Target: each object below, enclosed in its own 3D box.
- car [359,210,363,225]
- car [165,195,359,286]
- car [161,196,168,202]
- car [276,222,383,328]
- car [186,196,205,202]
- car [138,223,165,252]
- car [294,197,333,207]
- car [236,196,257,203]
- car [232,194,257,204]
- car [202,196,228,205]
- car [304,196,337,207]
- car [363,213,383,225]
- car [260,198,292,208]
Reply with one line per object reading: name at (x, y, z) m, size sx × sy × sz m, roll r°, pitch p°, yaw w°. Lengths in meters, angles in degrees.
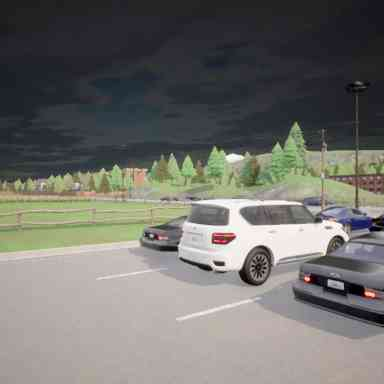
car at (8.442, 1.525, 18.431) m, size 4.674 × 1.442 × 1.812 m, roll 0°, pitch 0°, yaw -36°
car at (2.240, 1.221, 9.662) m, size 5.566 × 2.045 × 2.150 m, roll 0°, pitch 0°, yaw -35°
car at (-4.719, 1.509, 71.425) m, size 1.895 × 1.301 × 4.718 m, roll 0°, pitch 0°, yaw -36°
car at (4.357, 1.547, 6.871) m, size 5.357 × 1.411 × 2.033 m, roll 0°, pitch 0°, yaw -36°
car at (0.762, 1.501, 75.787) m, size 1.895 × 1.301 × 4.718 m, roll 0°, pitch 0°, yaw -36°
car at (0.660, 1.547, 12.834) m, size 5.357 × 1.411 × 2.033 m, roll 0°, pitch 0°, yaw -36°
car at (18.666, 1.546, 51.213) m, size 2.033 × 1.411 × 5.357 m, roll 0°, pitch 0°, yaw -36°
car at (11.037, 1.563, 67.680) m, size 1.994 × 1.385 × 4.181 m, roll 0°, pitch 0°, yaw -36°
car at (9.908, 1.350, 63.218) m, size 2.097 × 1.767 × 4.553 m, roll 0°, pitch 0°, yaw -36°
car at (4.019, 1.478, 59.371) m, size 1.882 × 1.535 × 5.008 m, roll 0°, pitch 1°, yaw -36°
car at (20.847, 1.502, 54.165) m, size 1.837 × 1.490 × 4.892 m, roll 0°, pitch 0°, yaw -36°
car at (10.306, 1.477, 15.469) m, size 5.008 × 1.535 × 1.882 m, roll 0°, pitch 0°, yaw -35°
car at (12.191, 1.561, 48.205) m, size 1.994 × 1.385 × 4.181 m, roll 0°, pitch 0°, yaw -36°
